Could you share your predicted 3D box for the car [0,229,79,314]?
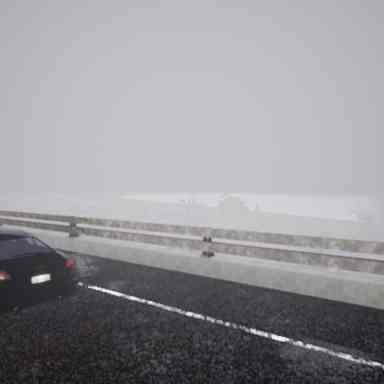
[{"bbox_3d":[-4.324,1.504,7.115,4.181,1.385,1.994,1,0,36],"label":"car"}]
